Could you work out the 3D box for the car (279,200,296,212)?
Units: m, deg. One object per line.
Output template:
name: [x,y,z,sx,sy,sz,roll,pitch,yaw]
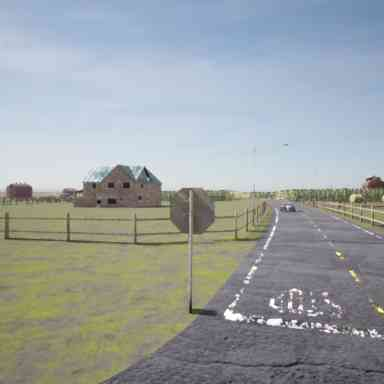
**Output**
car: [12.696,1.799,44.206,2.128,1.511,4.902,0,0,14]
